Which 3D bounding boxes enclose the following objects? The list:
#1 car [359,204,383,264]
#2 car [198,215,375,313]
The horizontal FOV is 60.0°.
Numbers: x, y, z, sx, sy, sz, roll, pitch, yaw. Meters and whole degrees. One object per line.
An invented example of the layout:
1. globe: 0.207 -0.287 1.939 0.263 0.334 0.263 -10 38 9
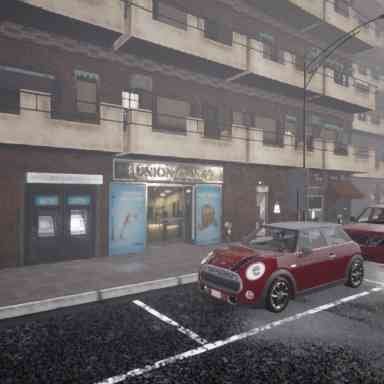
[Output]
1. car: 6.588 1.320 10.815 5.009 1.841 2.192 0 0 -36
2. car: 2.087 1.442 7.593 4.097 1.590 1.967 0 0 -36
